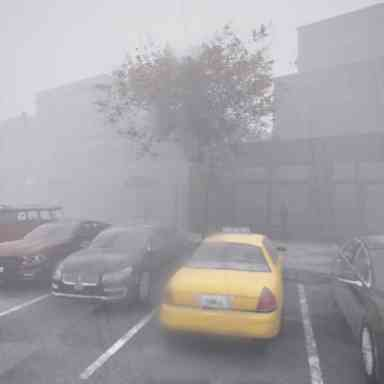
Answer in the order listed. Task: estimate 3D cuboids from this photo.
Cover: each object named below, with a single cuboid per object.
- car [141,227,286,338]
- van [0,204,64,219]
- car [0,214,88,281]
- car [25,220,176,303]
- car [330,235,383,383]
[{"bbox_3d":[0.975,1.498,6.968,1.946,1.575,5.366,0,-1,15],"label":"car"},{"bbox_3d":[-6.203,1.450,11.988,1.878,1.987,4.442,-2,-2,15],"label":"van"},{"bbox_3d":[-3.835,1.594,10.181,2.097,1.535,5.008,-1,-2,15],"label":"car"},{"bbox_3d":[-1.449,1.537,8.487,2.231,1.521,4.892,-1,-1,15],"label":"car"},{"bbox_3d":[3.318,1.482,5.097,2.231,1.521,4.892,0,-1,15],"label":"car"}]
